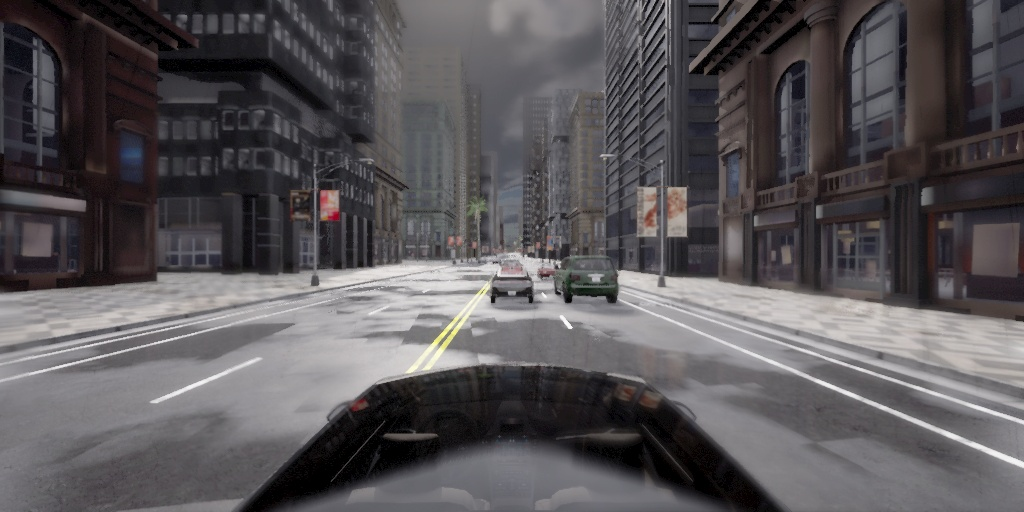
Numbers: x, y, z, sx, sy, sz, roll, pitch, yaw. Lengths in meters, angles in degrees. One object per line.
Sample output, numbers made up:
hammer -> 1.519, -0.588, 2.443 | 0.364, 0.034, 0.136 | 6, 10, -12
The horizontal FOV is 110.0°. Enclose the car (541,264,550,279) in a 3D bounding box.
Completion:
car -> 3.250, 1.353, 31.529 | 1.895, 1.301, 4.718 | 0, 0, 0

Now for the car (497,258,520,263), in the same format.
car -> 0.000, 1.103, 31.469 | 2.097, 1.767, 4.553 | 0, 0, 0

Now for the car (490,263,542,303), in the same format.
car -> 0.000, 1.239, 16.500 | 2.128, 1.511, 4.902 | 0, 0, 0

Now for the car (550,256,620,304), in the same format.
car -> 3.250, 1.002, 16.529 | 2.150, 2.045, 5.566 | 0, 0, 0
